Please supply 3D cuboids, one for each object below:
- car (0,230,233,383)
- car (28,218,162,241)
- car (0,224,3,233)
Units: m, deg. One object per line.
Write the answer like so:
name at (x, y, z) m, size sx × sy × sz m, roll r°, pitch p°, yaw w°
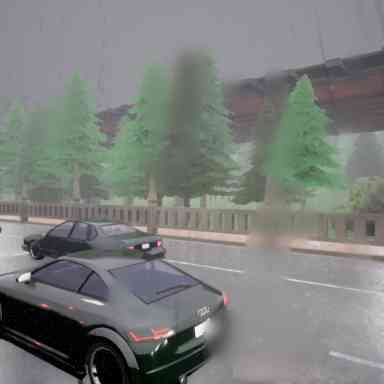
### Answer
car at (-1.499, 1.564, 5.068) m, size 4.181 × 1.385 × 1.994 m, roll 0°, pitch 0°, yaw 35°
car at (-3.312, 1.547, 10.671) m, size 5.357 × 1.411 × 2.033 m, roll 0°, pitch 0°, yaw 36°
car at (-11.461, 1.547, 16.486) m, size 5.357 × 1.411 × 2.033 m, roll 0°, pitch 0°, yaw 36°
